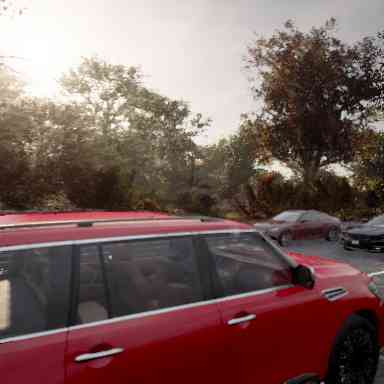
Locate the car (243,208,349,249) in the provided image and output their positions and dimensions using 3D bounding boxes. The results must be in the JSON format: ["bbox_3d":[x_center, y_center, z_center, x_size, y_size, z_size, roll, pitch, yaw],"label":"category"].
[{"bbox_3d":[4.729,1.523,14.930,4.674,1.442,1.812,0,0,-29],"label":"car"}]

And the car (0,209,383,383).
[{"bbox_3d":[-0.279,1.210,3.421,5.566,2.045,2.150,0,0,-34],"label":"car"}]
